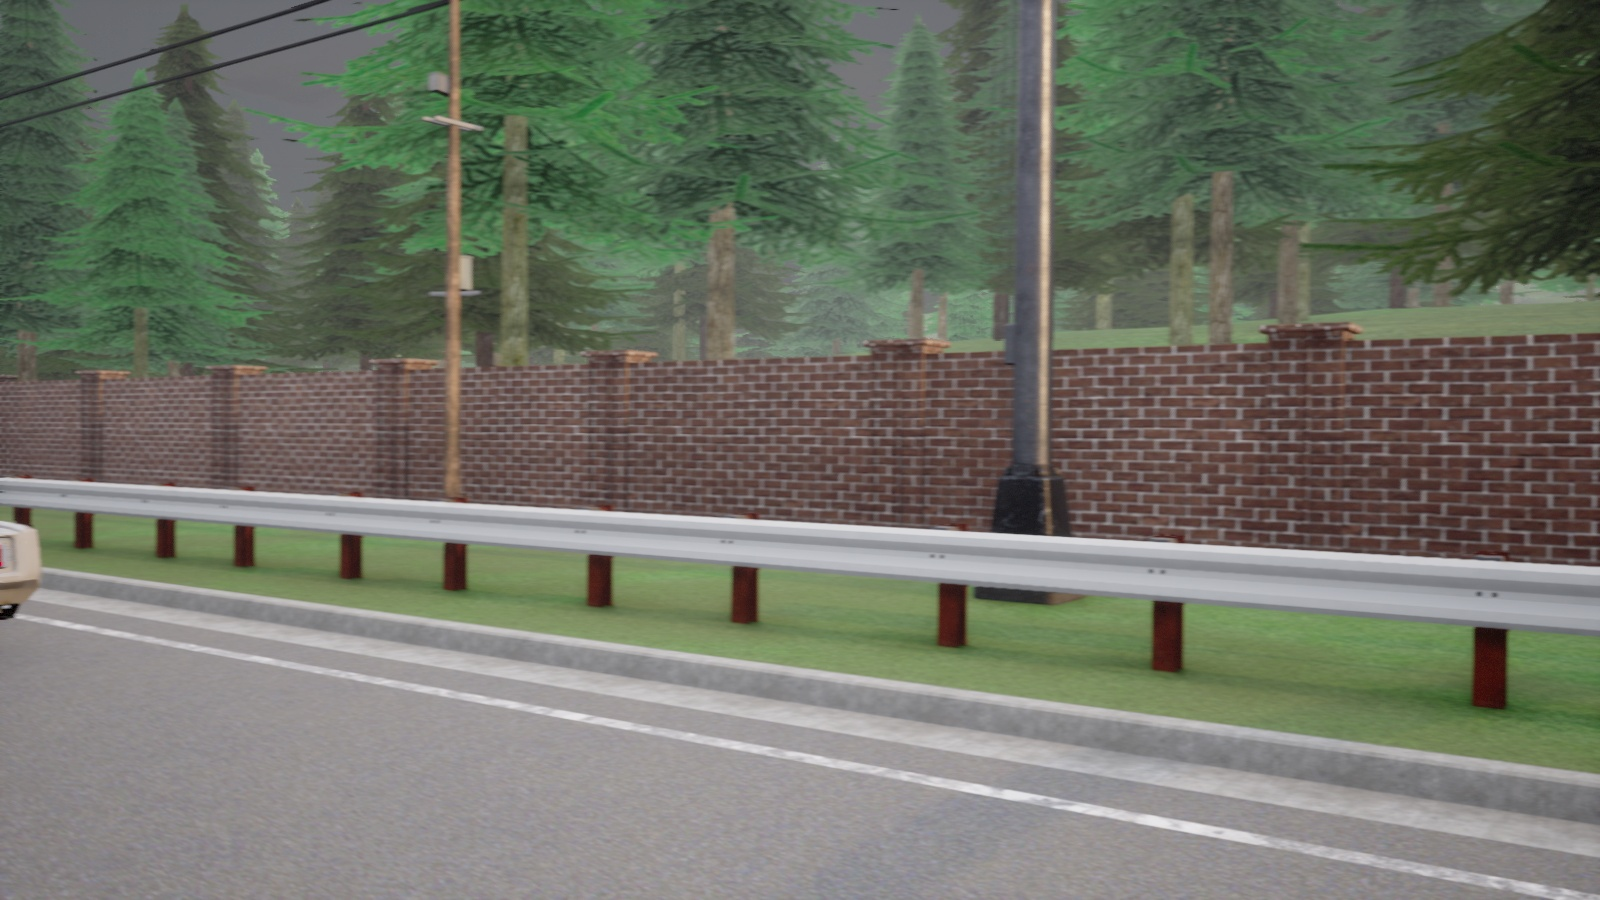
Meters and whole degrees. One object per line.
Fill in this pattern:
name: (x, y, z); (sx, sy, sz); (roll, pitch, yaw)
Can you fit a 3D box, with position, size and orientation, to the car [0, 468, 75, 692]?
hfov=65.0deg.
car: (-6.964, 0.783, 8.252); (4.718, 1.301, 1.895); (0, 1, 34)
